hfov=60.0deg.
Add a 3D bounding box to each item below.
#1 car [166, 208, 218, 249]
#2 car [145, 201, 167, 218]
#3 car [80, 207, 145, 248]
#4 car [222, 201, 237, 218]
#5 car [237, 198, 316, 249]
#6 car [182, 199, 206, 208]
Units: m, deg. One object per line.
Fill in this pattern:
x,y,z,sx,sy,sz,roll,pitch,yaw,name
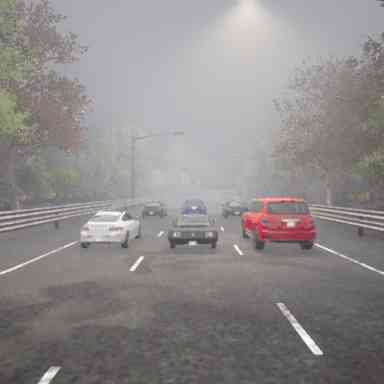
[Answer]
0.052,1.615,14.591,1.895,1.301,4.718,0,0,0,car
-3.291,1.530,29.572,1.812,1.442,4.674,0,0,1,car
-3.448,1.532,14.585,1.812,1.442,4.674,0,0,0,car
3.708,1.530,29.474,1.812,1.442,4.674,0,0,1,car
3.552,1.257,14.567,2.150,2.045,5.566,0,0,0,car
0.208,1.363,29.493,2.097,1.767,4.553,0,0,1,car
